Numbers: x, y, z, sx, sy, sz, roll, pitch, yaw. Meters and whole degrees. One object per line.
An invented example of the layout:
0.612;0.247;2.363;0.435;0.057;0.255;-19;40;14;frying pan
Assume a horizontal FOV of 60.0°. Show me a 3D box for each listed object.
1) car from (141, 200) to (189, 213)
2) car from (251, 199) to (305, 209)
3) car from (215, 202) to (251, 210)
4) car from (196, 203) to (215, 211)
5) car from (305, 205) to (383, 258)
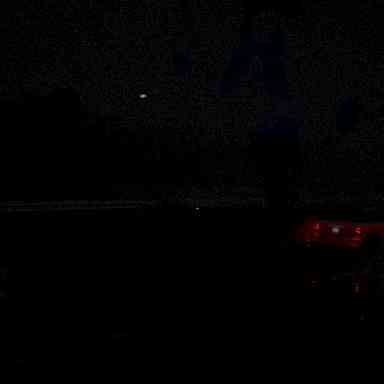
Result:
-2.583;1.525;32.235;4.892;1.490;1.837;0;0;-35;car
7.243;1.374;26.342;4.553;1.767;2.097;0;0;-35;car
4.949;1.569;29.009;5.357;1.411;2.033;0;0;-36;car
2.676;1.623;31.686;4.718;1.301;1.895;0;0;-35;car
6.824;1.367;13.034;4.553;1.767;2.097;0;0;-35;car
